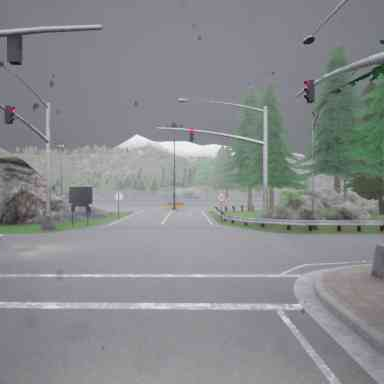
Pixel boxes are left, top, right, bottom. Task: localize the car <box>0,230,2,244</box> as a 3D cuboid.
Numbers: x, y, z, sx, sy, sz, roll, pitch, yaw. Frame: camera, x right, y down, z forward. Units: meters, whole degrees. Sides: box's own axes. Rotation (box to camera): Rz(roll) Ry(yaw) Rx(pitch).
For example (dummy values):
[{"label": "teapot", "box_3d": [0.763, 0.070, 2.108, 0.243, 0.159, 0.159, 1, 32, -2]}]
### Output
[{"label": "car", "box_3d": [-10.475, 1.669, 13.516, 5.008, 1.535, 1.882, 0, 0, -1]}]
